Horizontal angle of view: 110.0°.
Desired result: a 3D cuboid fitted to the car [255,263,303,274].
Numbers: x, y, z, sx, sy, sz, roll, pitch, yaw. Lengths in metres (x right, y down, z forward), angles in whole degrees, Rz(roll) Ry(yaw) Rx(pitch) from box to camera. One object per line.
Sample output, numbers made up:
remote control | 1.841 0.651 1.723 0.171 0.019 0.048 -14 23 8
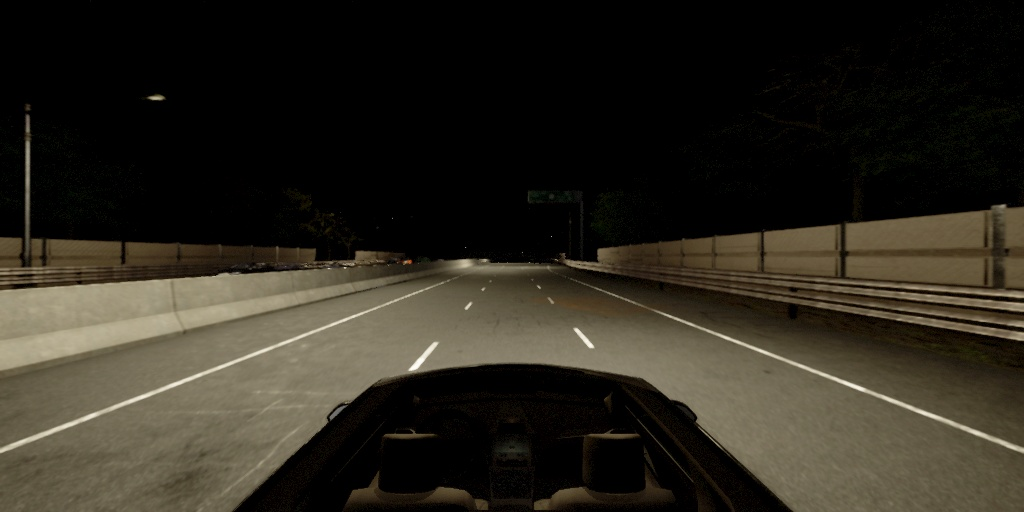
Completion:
car | -17.591 1.346 28.285 1.994 1.385 4.181 0 0 0

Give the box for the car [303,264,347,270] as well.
car | -14.092 1.346 28.308 1.994 1.385 4.181 0 0 0

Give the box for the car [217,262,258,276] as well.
car | -21.091 1.275 28.736 2.128 1.511 4.902 0 0 0
